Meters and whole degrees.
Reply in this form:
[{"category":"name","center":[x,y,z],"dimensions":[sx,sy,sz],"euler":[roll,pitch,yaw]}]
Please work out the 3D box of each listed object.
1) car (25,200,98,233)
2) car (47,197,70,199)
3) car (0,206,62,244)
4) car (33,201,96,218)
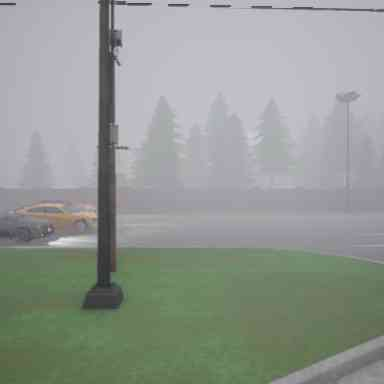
[{"category":"car","center":[-7.519,1.406,18.387],"dimensions":[5.008,1.535,1.882],"euler":[0,0,-2]},{"category":"car","center":[-9.561,1.255,25.327],"dimensions":[4.553,1.767,2.097],"euler":[0,0,-2]},{"category":"car","center":[-8.380,1.502,14.859],"dimensions":[4.181,1.385,1.994],"euler":[0,0,-2]},{"category":"car","center":[-10.953,1.491,28.785],"dimensions":[4.718,1.301,1.895],"euler":[0,0,-2]}]
